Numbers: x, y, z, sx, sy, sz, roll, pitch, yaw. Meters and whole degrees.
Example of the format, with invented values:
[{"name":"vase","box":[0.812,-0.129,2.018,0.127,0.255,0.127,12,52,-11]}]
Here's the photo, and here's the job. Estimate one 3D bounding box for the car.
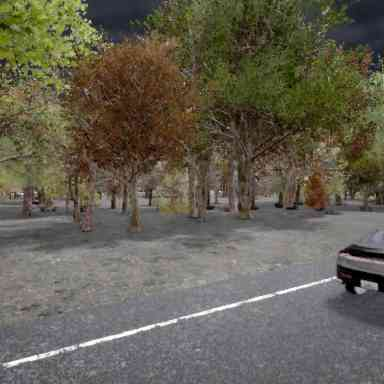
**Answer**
[{"name":"car","box":[5.195,1.491,7.451,4.902,1.511,2.128,0,0,-35]}]
